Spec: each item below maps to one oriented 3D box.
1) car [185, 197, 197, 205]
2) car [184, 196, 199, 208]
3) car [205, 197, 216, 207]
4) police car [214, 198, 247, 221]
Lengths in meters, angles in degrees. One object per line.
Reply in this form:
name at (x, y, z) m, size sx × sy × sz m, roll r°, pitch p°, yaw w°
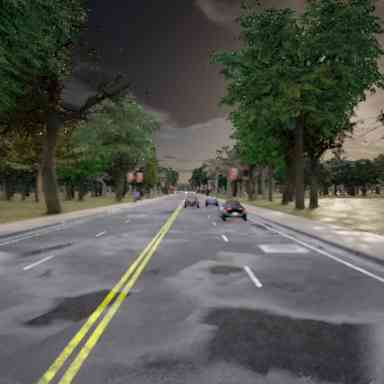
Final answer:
car at (-0.217, 1.553, 60.687) m, size 1.994 × 1.385 × 4.181 m, roll 0°, pitch 0°, yaw 0°
car at (-0.039, 1.344, 47.553) m, size 2.097 × 1.767 × 4.553 m, roll 0°, pitch 0°, yaw 0°
car at (3.087, 1.495, 52.343) m, size 2.163 × 1.488 × 4.792 m, roll 0°, pitch 0°, yaw 0°
police car at (3.260, 1.499, 27.456) m, size 2.038 × 1.542 × 4.974 m, roll 0°, pitch 0°, yaw 0°
